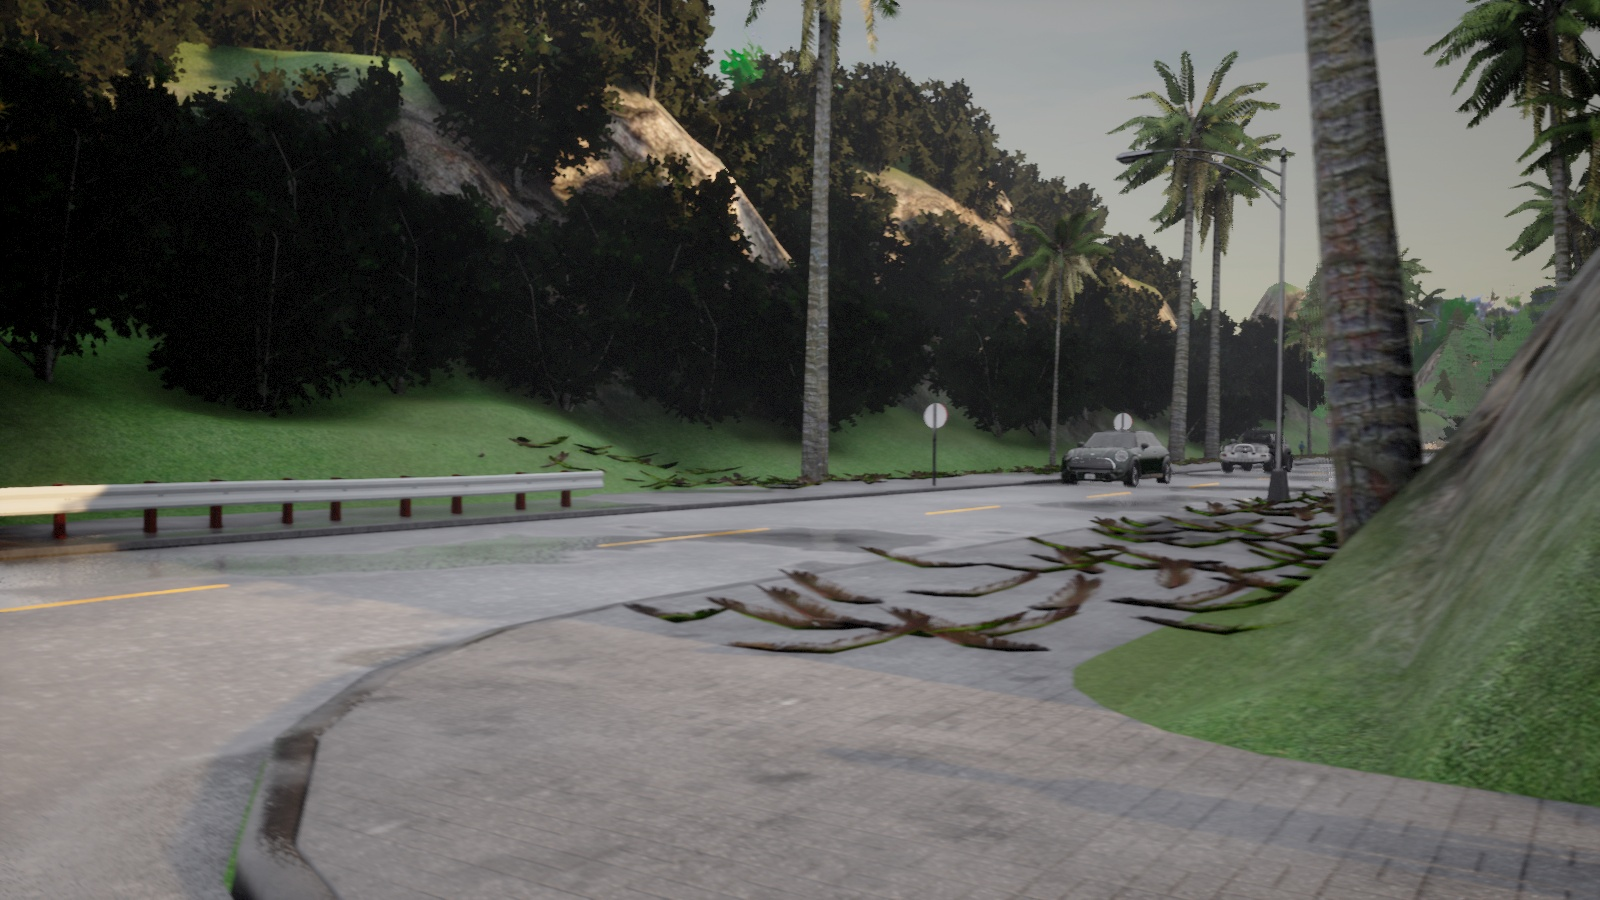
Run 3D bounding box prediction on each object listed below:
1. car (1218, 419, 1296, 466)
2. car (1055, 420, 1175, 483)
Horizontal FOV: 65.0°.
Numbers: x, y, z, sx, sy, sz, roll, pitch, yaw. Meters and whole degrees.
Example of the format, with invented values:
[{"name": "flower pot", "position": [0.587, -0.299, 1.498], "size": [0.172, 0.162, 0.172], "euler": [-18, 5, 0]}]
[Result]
[{"name": "car", "position": [18.837, -0.315, 51.659], "size": [1.932, 1.855, 4.605], "euler": [0, 1, 34]}, {"name": "car", "position": [9.491, -0.001, 37.568], "size": [2.097, 1.767, 4.553], "euler": [0, 1, 34]}]
